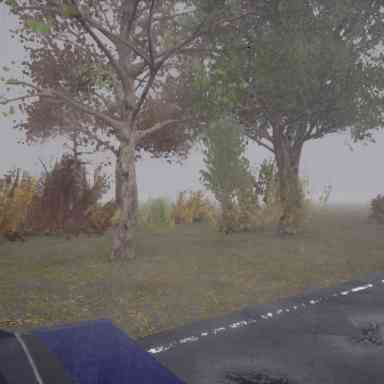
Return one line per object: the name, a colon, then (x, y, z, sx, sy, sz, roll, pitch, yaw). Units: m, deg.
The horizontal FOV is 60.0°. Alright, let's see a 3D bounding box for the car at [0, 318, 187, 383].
car: (-2.300, 1.601, 1.694, 4.718, 1.301, 1.895, 0, 0, -36)
